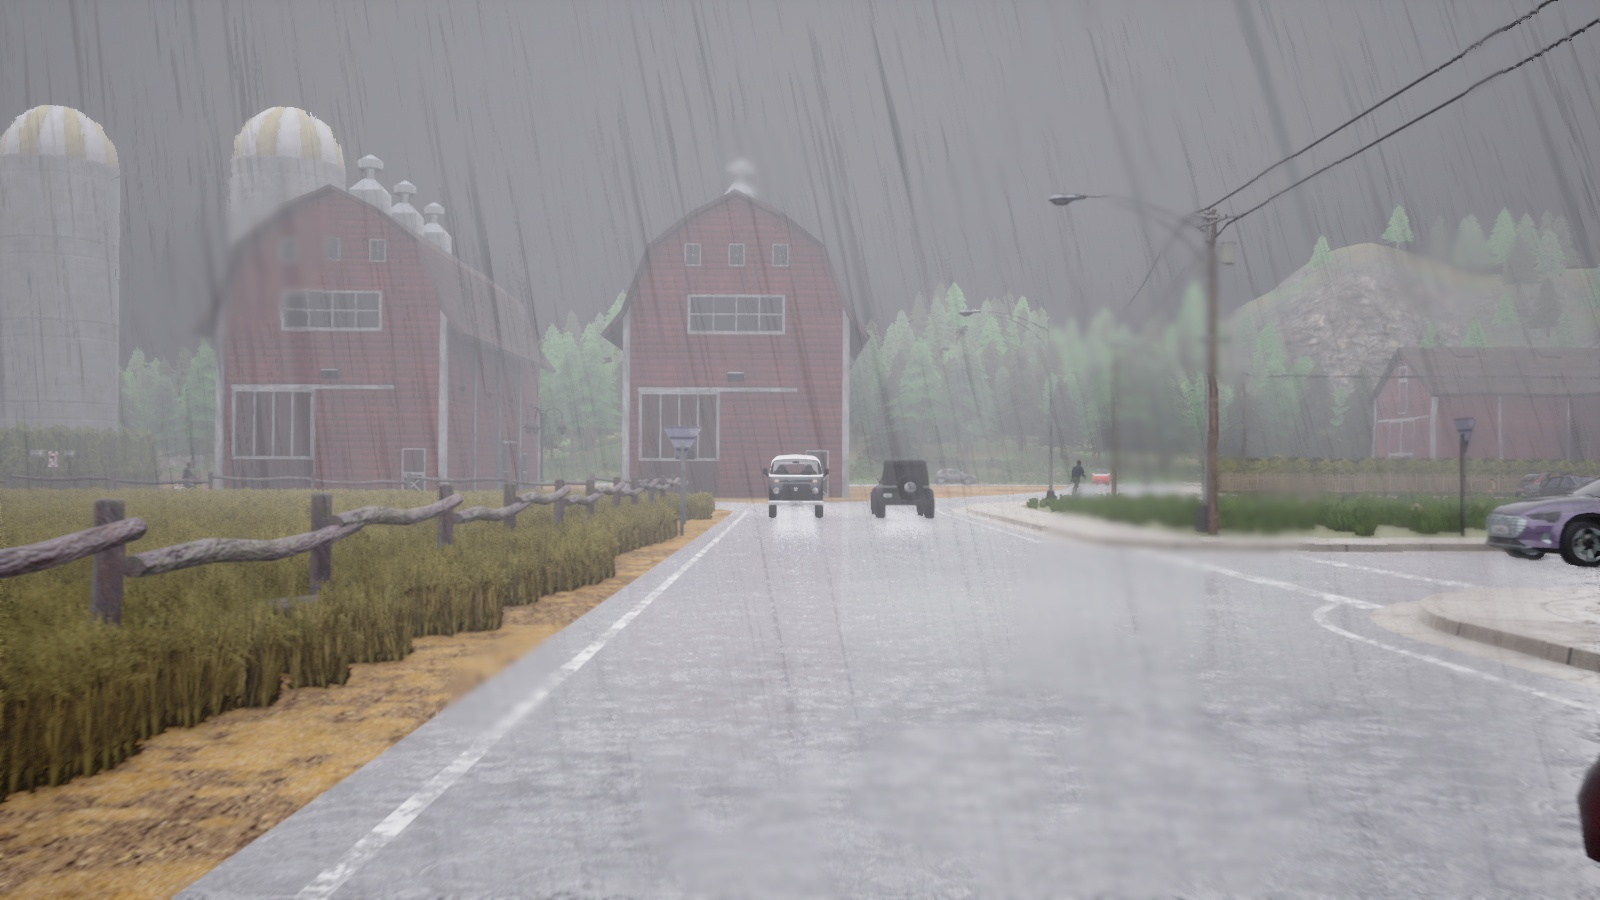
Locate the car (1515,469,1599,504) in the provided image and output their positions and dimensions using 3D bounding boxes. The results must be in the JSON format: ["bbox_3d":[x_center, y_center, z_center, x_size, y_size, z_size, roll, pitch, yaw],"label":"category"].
[{"bbox_3d":[33.883,1.556,54.704,2.033,1.411,5.357,0,-1,-6],"label":"car"}]

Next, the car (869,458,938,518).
[{"bbox_3d":[3.368,1.226,41.525,1.905,1.878,3.866,0,-1,0],"label":"car"}]

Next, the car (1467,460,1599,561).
[{"bbox_3d":[14.413,1.014,21.557,4.856,1.649,2.033,0,-1,-1],"label":"car"}]

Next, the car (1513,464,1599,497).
[{"bbox_3d":[37.689,1.501,61.925,3.988,1.617,1.851,0,-1,0],"label":"car"}]

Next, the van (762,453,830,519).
[{"bbox_3d":[-0.128,1.161,40.873,2.069,2.038,4.480,0,-1,0],"label":"van"}]

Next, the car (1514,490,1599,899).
[{"bbox_3d":[3.464,0.849,2.426,1.816,1.474,4.193,0,-1,1],"label":"car"}]

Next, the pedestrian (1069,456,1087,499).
[{"bbox_3d":[12.065,1.201,54.462,0.726,1.835,0.370,0,-1,-37],"label":"pedestrian"}]
